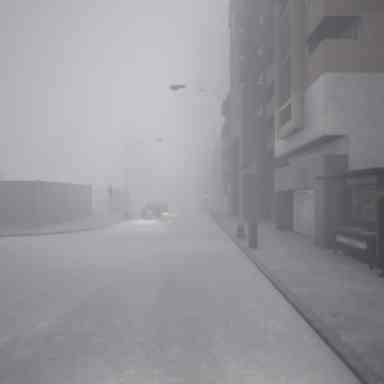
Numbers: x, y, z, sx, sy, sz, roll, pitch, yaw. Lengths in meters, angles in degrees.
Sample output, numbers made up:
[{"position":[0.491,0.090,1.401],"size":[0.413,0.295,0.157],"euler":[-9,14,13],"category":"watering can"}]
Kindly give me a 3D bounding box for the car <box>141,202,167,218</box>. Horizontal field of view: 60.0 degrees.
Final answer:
[{"position":[-4.125,1.869,34.885],"size":[2.128,1.511,4.902],"euler":[0,-1,0],"category":"car"}]

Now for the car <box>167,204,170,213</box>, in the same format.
[{"position":[-4.108,2.049,44.904],"size":[1.994,1.385,4.181],"euler":[0,-1,0],"category":"car"}]
